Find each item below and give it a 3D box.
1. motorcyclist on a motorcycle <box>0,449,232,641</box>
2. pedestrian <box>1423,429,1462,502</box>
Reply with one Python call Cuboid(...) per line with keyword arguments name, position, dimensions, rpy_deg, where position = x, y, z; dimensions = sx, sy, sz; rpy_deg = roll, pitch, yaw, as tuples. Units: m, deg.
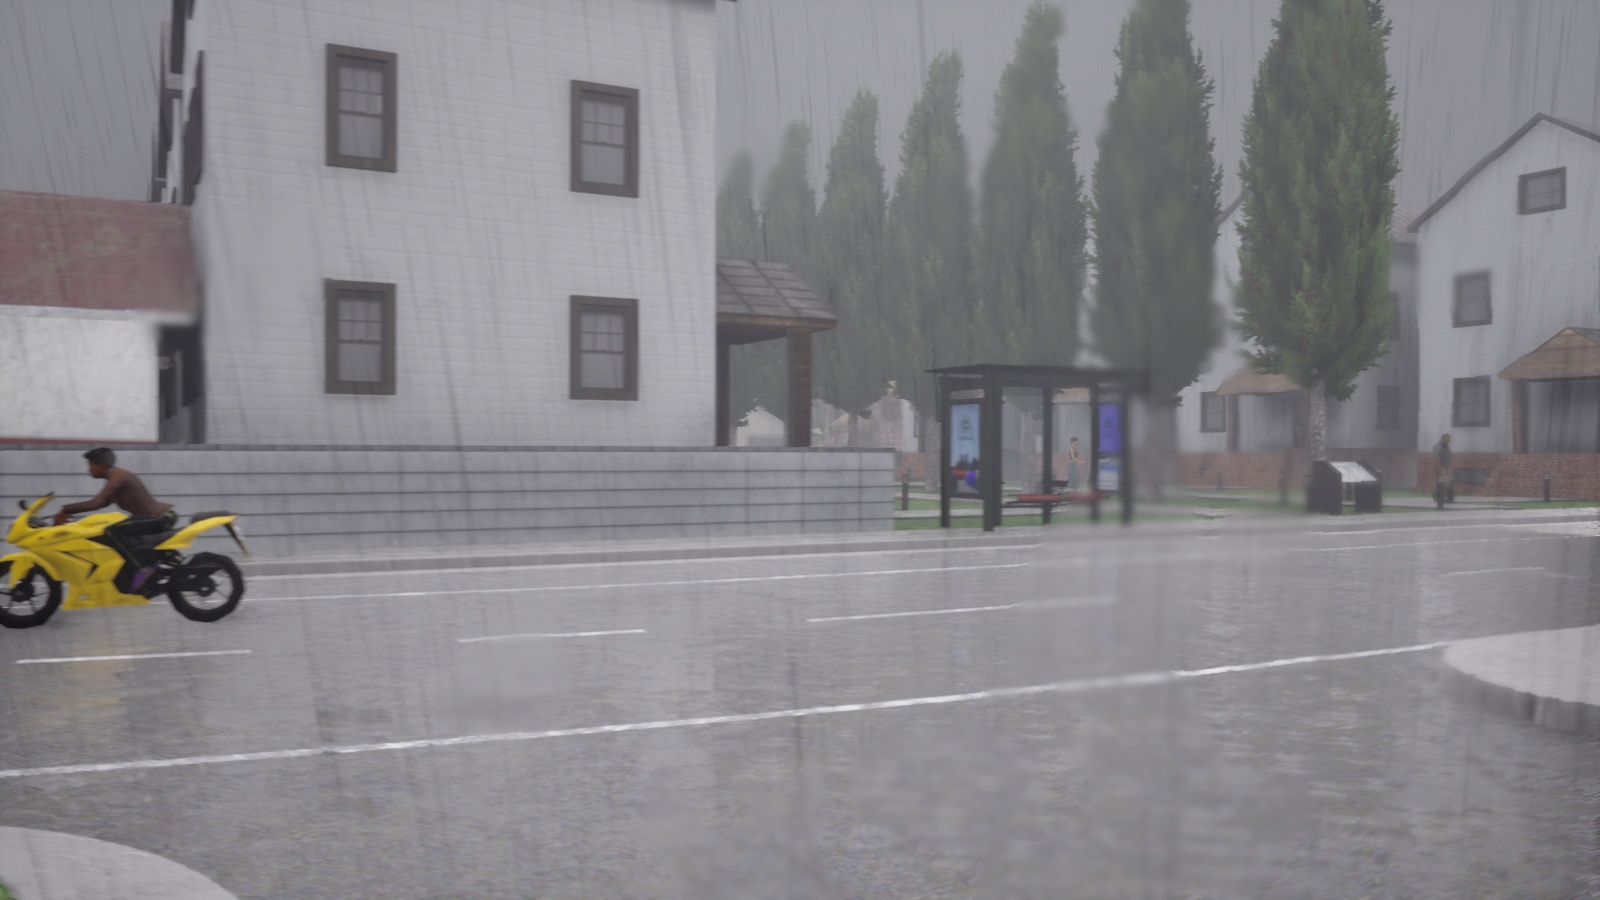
Cuboid(name="motorcyclist on a motorcycle", position=(-5.931, 0.760, 10.547), dimensions=(2.044, 1.523, 0.797), rpy_deg=(0, -1, -19))
Cuboid(name="pedestrian", position=(16.386, 0.386, 32.021), dimensions=(0.540, 1.848, 0.694), rpy_deg=(0, 0, -28))
